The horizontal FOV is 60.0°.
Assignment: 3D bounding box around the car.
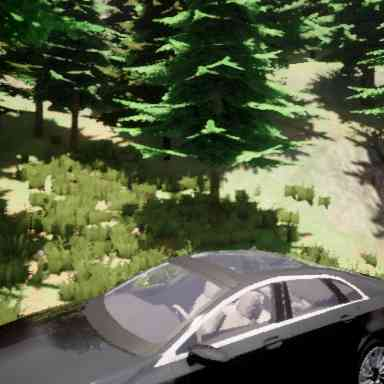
[{"bbox_3d":[0.251,1.457,3.489,4.902,1.511,2.128,1,0,-31],"label":"car"}]
